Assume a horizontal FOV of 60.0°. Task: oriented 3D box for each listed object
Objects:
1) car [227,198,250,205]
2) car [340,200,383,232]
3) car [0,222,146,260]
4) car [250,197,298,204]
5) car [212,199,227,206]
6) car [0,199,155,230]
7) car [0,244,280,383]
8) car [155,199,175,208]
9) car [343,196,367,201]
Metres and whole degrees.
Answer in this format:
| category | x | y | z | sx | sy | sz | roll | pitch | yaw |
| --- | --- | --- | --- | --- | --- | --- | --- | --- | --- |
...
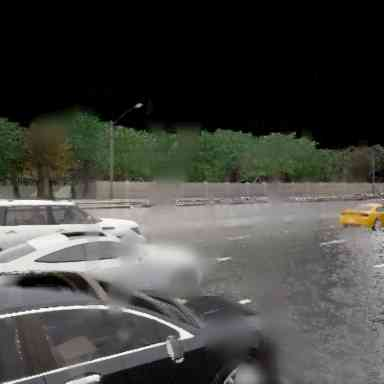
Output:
| category | x | y | z | sx | sy | sz | roll | pitch | yaw |
| --- | --- | --- | --- | --- | --- | --- | --- | --- | --- |
| car | 6.367 | 1.440 | 34.216 | 4.902 | 1.511 | 2.128 | 0 | 0 | -35 |
| car | 10.955 | 1.436 | 20.085 | 5.008 | 1.535 | 1.882 | 0 | 0 | -35 |
| car | -1.933 | 1.521 | 6.661 | 4.674 | 1.442 | 1.812 | 0 | 0 | -35 |
| car | 8.059 | 1.301 | 31.126 | 4.553 | 1.767 | 2.097 | 0 | 0 | -35 |
| car | 4.364 | 1.439 | 37.085 | 4.902 | 1.511 | 2.128 | 0 | 0 | -35 |
| car | -4.085 | 1.217 | 9.427 | 5.566 | 2.045 | 2.150 | 0 | 0 | -35 |
| car | -1.286 | 1.505 | 2.950 | 4.892 | 1.490 | 1.837 | 0 | 0 | -35 |
| car | -4.136 | 1.455 | 35.375 | 4.902 | 1.511 | 2.128 | 0 | 0 | -35 |
| car | 28.437 | 1.286 | 58.108 | 4.718 | 1.301 | 1.895 | -1 | 1 | -34 |
